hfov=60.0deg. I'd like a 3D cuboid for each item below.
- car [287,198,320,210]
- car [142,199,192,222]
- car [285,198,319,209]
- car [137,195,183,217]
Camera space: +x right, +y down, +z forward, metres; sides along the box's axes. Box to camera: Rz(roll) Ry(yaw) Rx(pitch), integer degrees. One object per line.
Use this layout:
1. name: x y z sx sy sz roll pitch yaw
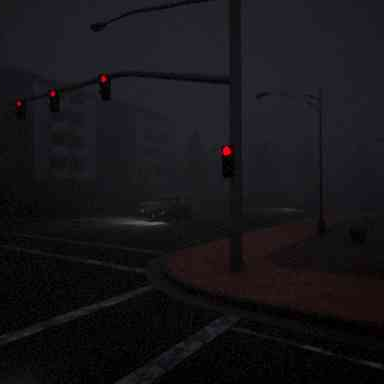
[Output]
1. car: 15.079 1.606 44.141 4.674 1.442 1.812 0 0 -28
2. car: -1.752 1.631 28.208 1.812 1.442 4.674 0 0 35
3. car: 16.097 1.597 48.614 4.892 1.490 1.837 0 -1 -25
4. car: -2.884 1.348 32.717 2.150 2.045 5.566 0 0 37
